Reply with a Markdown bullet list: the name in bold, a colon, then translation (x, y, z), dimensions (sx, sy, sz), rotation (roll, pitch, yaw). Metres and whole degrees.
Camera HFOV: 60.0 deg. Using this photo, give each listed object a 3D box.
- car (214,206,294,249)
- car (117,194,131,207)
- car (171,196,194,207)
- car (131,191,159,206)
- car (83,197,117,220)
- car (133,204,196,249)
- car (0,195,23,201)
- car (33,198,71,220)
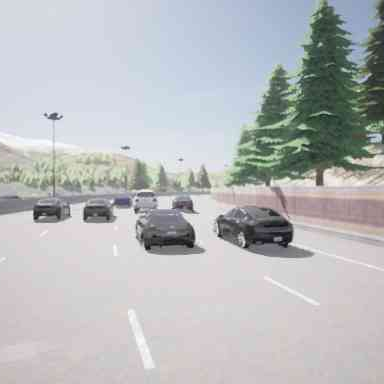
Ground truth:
- **car**: translation (2.377, 1.354, 13.876), dimensions (1.837, 1.490, 4.892), rotation (0, 1, -14)
- **car**: translation (-8.447, 1.043, 41.670), dimensions (1.882, 1.535, 5.008), rotation (0, 1, -2)
- **car**: translation (-0.899, 1.156, 32.830), dimensions (1.837, 1.490, 4.892), rotation (0, 0, -6)
- **car**: translation (-4.372, 0.883, 32.102), dimensions (2.150, 2.045, 5.566), rotation (0, 0, -6)
- **car**: translation (-6.929, 1.247, 24.919), dimensions (1.837, 1.490, 4.892), rotation (0, 1, -9)
- **car**: translation (-1.222, 1.416, 13.878), dimensions (1.994, 1.385, 4.181), rotation (0, 1, -14)
- **car**: translation (-22.648, 1.098, 41.067), dimensions (1.837, 1.490, 4.892), rotation (0, 0, -2)
- **car**: translation (-10.545, 1.245, 25.284), dimensions (1.837, 1.490, 4.892), rotation (0, 1, -9)
